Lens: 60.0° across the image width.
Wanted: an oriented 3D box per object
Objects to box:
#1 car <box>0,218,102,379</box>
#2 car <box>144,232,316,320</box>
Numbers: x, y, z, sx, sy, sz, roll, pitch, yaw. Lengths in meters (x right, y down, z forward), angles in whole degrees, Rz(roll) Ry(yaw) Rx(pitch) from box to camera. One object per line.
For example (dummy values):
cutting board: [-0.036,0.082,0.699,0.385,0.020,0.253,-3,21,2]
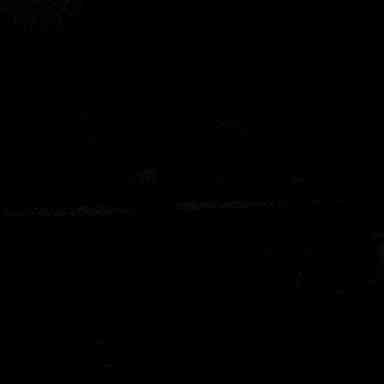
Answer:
car: [-3.615,1.315,3.979,5.009,1.841,2.192,0,0,-35]
car: [1.015,1.582,7.273,4.206,1.307,1.802,0,0,-35]
